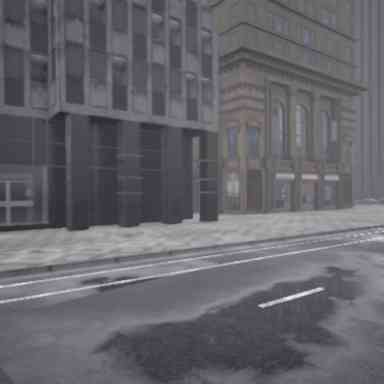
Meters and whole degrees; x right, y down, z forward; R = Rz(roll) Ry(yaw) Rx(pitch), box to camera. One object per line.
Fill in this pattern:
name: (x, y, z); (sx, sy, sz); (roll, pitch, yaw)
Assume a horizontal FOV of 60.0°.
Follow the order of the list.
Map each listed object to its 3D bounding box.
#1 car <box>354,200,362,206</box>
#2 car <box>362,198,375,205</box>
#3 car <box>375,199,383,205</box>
car: (28.129, 1.907, 61.150); (2.008, 1.369, 4.403); (-1, 0, -35)
car: (34.864, 1.892, 66.414); (1.802, 1.307, 4.206); (-1, 0, -35)
car: (37.799, 1.557, 62.263); (2.192, 1.841, 5.009); (-1, 0, -35)
